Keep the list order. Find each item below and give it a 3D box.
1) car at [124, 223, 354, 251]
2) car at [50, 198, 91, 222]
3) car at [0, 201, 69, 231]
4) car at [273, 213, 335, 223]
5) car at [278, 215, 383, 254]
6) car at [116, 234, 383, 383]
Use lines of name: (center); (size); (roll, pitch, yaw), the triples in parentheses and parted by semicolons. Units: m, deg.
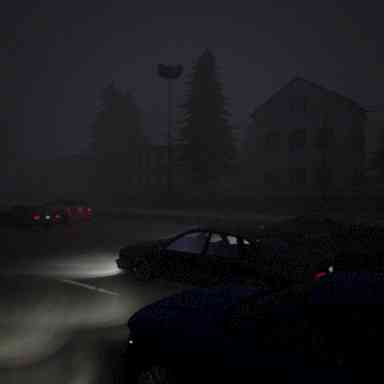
car: (0.626, 1.523, 7.843); (5.357, 1.411, 2.033); (0, 0, 35)
car: (-9.205, 1.217, 23.450); (4.553, 1.767, 2.097); (0, 0, 36)
car: (-9.949, 1.423, 19.681); (5.357, 1.411, 2.033); (0, 0, 35)
car: (4.813, 1.540, 13.456); (4.181, 1.385, 1.994); (0, 0, 35)
car: (4.834, 1.557, 9.143); (4.181, 1.385, 1.994); (1, 0, 35)
car: (1.556, 1.476, 2.882); (5.008, 1.535, 1.882); (1, 0, 35)
